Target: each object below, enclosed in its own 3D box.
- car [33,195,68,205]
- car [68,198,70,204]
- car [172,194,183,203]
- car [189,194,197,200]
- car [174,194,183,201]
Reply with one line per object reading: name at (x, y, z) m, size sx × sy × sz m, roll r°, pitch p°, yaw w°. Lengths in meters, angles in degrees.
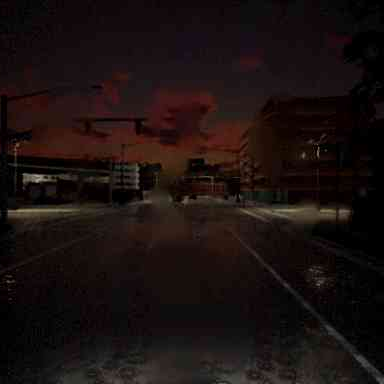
car at (-23.303, 1.293, 54.020) m, size 4.611 × 1.667 × 2.242 m, roll 0°, pitch 0°, yaw 1°
car at (-24.019, 1.454, 59.771) m, size 3.806 × 1.475 × 1.970 m, roll 0°, pitch 0°, yaw 1°
car at (-3.145, 1.498, 67.642) m, size 1.837 × 1.490 × 4.892 m, roll 0°, pitch 0°, yaw 0°
car at (0.223, 1.344, 84.127) m, size 1.837 × 1.490 × 4.892 m, roll 0°, pitch 0°, yaw 0°
car at (-3.277, 1.352, 84.041) m, size 2.097 × 1.767 × 4.553 m, roll 0°, pitch 0°, yaw 0°
